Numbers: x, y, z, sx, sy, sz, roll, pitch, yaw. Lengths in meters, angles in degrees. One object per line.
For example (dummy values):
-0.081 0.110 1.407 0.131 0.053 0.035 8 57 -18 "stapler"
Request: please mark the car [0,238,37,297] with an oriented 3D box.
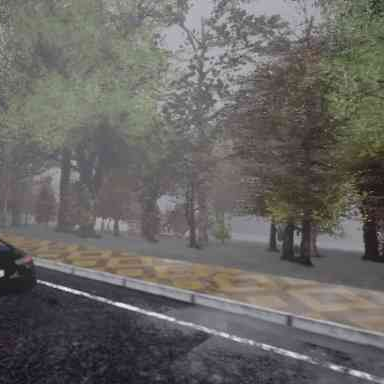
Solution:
-5.349 1.518 7.426 4.181 1.385 1.994 0 0 35 "car"
